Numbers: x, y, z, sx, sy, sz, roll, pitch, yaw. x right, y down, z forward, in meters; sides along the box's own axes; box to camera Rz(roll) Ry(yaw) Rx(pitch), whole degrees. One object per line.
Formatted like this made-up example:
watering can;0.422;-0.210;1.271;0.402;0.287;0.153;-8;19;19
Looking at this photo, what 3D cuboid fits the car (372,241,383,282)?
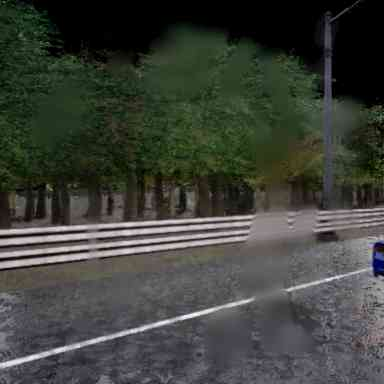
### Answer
car;6.502;1.464;8.325;5.008;1.535;1.882;0;0;-35
